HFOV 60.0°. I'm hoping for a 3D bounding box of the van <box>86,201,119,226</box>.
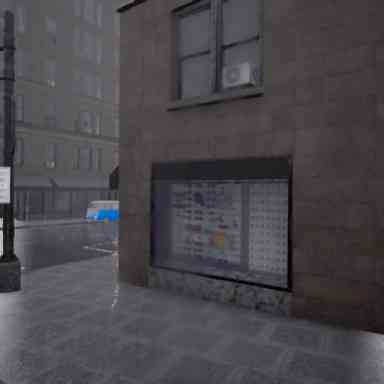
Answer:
[{"bbox_3d":[-6.064,1.568,25.153,1.690,1.788,3.998,0,-1,35],"label":"van"}]
